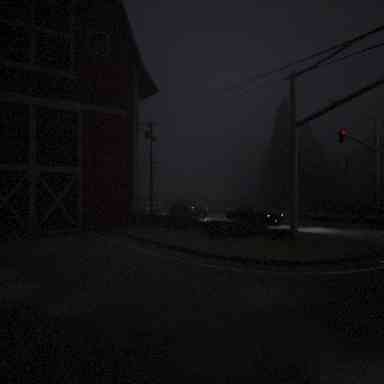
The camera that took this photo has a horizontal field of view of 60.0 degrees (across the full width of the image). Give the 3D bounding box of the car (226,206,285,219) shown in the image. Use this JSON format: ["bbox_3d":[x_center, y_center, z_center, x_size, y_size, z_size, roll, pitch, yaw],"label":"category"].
[{"bbox_3d":[4.762,1.761,25.570,1.895,1.301,4.718,0,0,-34],"label":"car"}]

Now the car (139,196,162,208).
[{"bbox_3d":[-5.848,1.471,41.038,2.150,2.045,5.566,0,0,-35],"label":"car"}]

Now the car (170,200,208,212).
[{"bbox_3d":[-0.345,1.555,33.011,2.097,1.767,4.553,0,0,-34],"label":"car"}]
